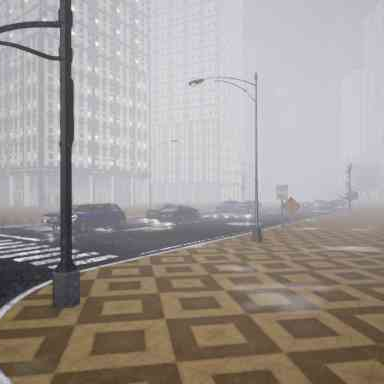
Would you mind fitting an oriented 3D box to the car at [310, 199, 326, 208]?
[{"bbox_3d":[21.478,1.903,56.502,1.812,1.442,4.674,0,0,31],"label":"car"}]

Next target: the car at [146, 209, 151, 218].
[{"bbox_3d":[-2.480,1.769,31.812,1.994,1.385,4.181,0,-1,35],"label":"car"}]

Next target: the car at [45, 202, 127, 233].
[{"bbox_3d":[-6.226,1.468,20.548,2.097,1.767,4.553,0,-1,34],"label":"car"}]

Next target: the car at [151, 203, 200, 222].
[{"bbox_3d":[-1.104,1.740,28.081,1.994,1.385,4.181,0,-1,34],"label":"car"}]

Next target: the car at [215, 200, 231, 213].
[{"bbox_3d":[4.804,1.765,42.544,1.882,1.535,5.008,0,0,34],"label":"car"}]

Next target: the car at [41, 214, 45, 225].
[{"bbox_3d":[-8.146,1.632,23.543,2.128,1.511,4.902,0,-1,34],"label":"car"}]

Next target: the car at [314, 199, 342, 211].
[{"bbox_3d":[18.809,1.853,45.874,2.033,1.411,5.357,0,0,31],"label":"car"}]

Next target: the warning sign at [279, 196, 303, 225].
[{"bbox_3d":[6.840,1.251,22.944,1.300,1.860,1.060,0,0,34],"label":"warning sign"}]

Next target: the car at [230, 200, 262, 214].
[{"bbox_3d":[6.791,1.769,39.680,1.837,1.490,4.892,0,-1,34],"label":"car"}]

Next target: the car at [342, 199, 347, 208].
[{"bbox_3d":[24.203,1.840,54.729,1.882,1.535,5.008,0,0,31],"label":"car"}]

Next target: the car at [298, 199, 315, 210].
[{"bbox_3d":[16.299,1.923,47.987,1.895,1.301,4.718,0,0,32],"label":"car"}]
